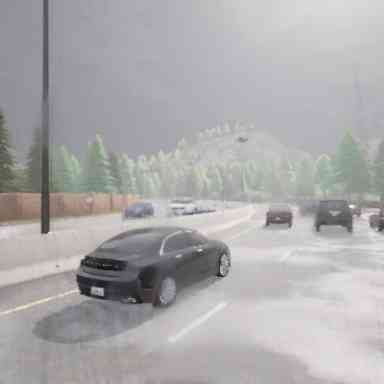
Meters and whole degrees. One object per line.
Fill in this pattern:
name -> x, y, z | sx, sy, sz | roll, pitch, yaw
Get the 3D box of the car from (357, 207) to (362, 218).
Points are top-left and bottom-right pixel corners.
car -> 16.620, 1.950, 35.721 | 2.033, 1.411, 5.357 | 0, -1, 12

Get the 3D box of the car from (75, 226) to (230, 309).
car -> -0.607, 1.614, 8.315 | 1.837, 1.490, 4.892 | 0, -1, 28

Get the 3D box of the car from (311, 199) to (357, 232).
car -> 9.382, 1.479, 22.406 | 2.150, 2.045, 5.566 | 0, -1, 19

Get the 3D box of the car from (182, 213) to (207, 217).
car -> 0.621, 1.980, 29.930 | 1.895, 1.301, 4.718 | 0, -1, 16

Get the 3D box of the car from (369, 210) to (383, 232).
car -> 12.807, 1.836, 21.575 | 1.895, 1.301, 4.718 | 0, -1, 19

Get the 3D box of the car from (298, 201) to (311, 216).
car -> 13.393, 1.791, 37.823 | 2.097, 1.767, 4.553 | 0, -1, 12

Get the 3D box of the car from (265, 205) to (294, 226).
car -> 6.898, 1.789, 26.116 | 1.882, 1.535, 5.008 | 0, -1, 18
